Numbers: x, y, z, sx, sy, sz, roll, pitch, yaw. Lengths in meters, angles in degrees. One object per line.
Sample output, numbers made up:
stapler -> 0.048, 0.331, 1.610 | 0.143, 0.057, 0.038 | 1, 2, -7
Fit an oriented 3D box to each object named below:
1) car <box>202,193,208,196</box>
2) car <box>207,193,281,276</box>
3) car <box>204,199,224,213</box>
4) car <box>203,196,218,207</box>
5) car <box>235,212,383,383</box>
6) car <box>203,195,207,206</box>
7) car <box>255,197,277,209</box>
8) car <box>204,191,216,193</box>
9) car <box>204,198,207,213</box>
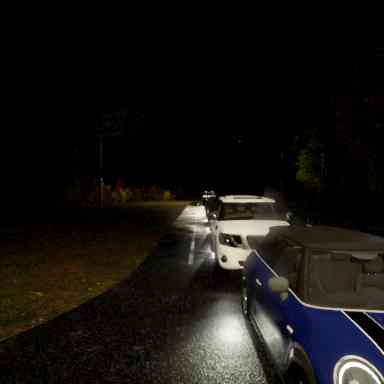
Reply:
car -> 2.460, 1.274, 41.585 | 2.128, 1.511, 4.902 | 0, 0, 2
car -> 1.727, 1.160, 10.489 | 2.150, 2.045, 5.566 | 0, 0, 1
car -> 2.303, 1.414, 35.419 | 1.895, 1.301, 4.718 | 0, 0, 1
car -> 2.646, 1.314, 47.994 | 1.994, 1.385, 4.181 | 0, 0, 2
car -> 1.940, 1.338, 4.143 | 2.097, 1.767, 4.553 | 0, 0, 0
car -> 2.158, 1.321, 29.330 | 1.882, 1.535, 5.008 | 0, 0, 1
car -> 9.483, 1.341, 42.976 | 1.994, 1.385, 4.181 | 0, 0, 1
car -> 2.833, 0.938, 54.427 | 2.150, 2.045, 5.566 | 0, 0, 2
car -> 2.012, 1.379, 23.076 | 1.837, 1.490, 4.892 | 0, 0, 1
